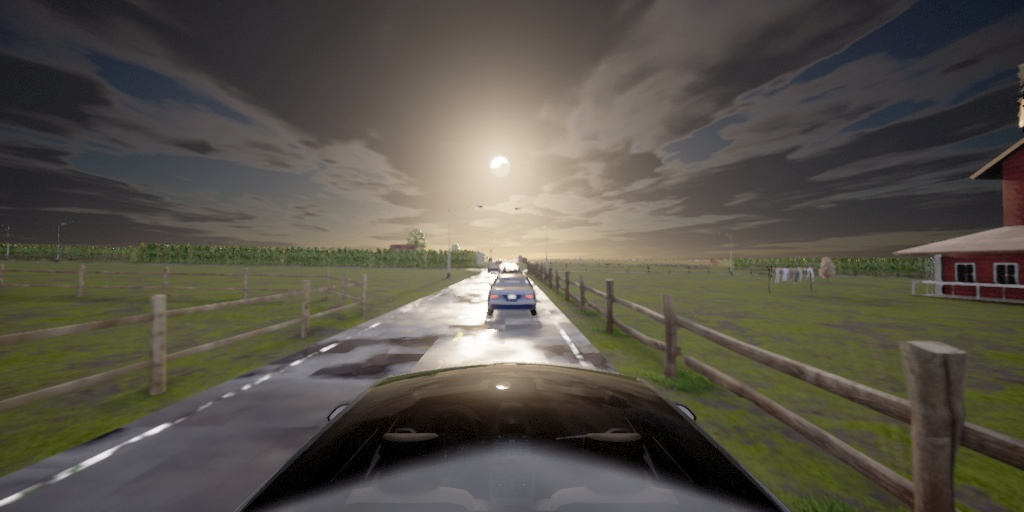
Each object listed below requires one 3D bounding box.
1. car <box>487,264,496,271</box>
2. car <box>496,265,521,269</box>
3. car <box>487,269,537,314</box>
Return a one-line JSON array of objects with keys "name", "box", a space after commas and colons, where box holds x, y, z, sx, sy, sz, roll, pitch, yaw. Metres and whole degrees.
[{"name": "car", "box": [-2.776, 1.863, 55.380, 2.033, 1.411, 5.357, 0, -1, 0]}, {"name": "car", "box": [0.008, 1.544, 30.353, 2.128, 1.511, 4.902, 0, 0, 0]}, {"name": "car", "box": [0.003, 1.430, 14.389, 2.033, 1.411, 5.357, 0, -1, 0]}]
